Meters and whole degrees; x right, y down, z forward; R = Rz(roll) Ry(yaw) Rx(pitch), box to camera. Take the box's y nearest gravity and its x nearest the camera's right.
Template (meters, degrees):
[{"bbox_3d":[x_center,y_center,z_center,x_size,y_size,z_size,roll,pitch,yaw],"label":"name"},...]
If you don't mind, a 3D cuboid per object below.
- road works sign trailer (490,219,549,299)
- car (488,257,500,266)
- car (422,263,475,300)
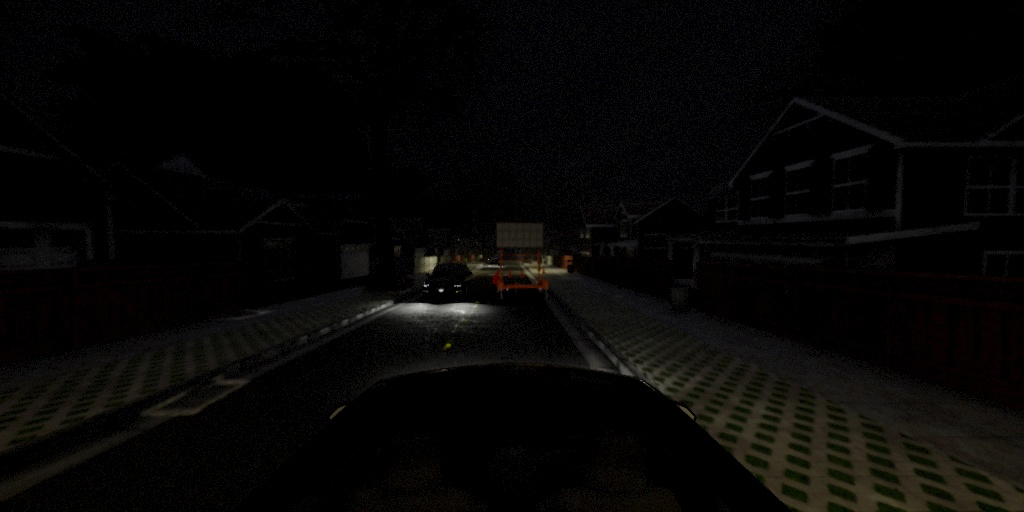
[{"bbox_3d":[0.362,0.075,17.080,2.380,3.560,2.880,0,0,-7],"label":"road works sign trailer"},{"bbox_3d":[-2.795,0.872,58.623,1.994,1.385,4.181,0,0,1],"label":"car"},{"bbox_3d":[-2.847,1.118,16.809,1.837,1.490,4.892,0,0,0],"label":"car"}]
